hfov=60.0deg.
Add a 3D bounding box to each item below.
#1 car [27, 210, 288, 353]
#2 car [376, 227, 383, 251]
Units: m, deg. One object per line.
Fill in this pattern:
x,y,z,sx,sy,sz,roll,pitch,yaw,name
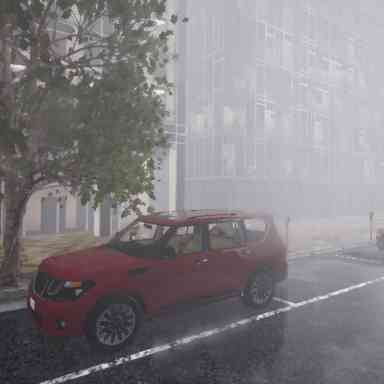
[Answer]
-0.296,1.316,6.341,5.009,1.841,2.192,0,1,-36,car
8.900,1.548,12.932,4.507,1.381,1.887,0,1,-36,car
